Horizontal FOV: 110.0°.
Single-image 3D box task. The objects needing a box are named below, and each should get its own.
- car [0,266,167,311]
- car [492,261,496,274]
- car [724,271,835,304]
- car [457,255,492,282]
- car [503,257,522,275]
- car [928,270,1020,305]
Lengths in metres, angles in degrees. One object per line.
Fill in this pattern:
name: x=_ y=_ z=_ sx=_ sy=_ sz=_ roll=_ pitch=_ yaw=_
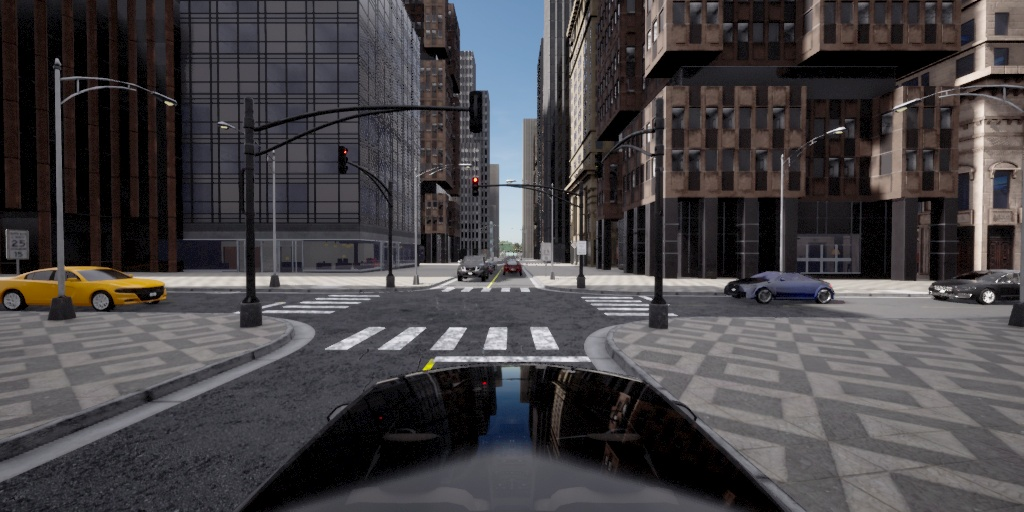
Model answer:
car: x=-15.801 y=1.130 z=13.297 sx=5.008 sy=1.535 sz=1.882 roll=0 pitch=1 yaw=0
car: x=-3.103 y=1.290 z=39.552 sx=1.994 sy=1.385 sz=4.181 roll=0 pitch=0 yaw=0
car: x=12.230 y=1.389 z=16.558 sx=4.181 sy=1.385 sz=1.994 roll=0 pitch=1 yaw=0
car: x=-3.108 y=0.957 z=29.526 sx=2.150 sy=2.045 sz=5.566 roll=0 pitch=0 yaw=0
car: x=0.074 y=1.204 z=39.115 sx=1.882 sy=1.535 sz=5.008 roll=0 pitch=0 yaw=0
car: x=22.312 y=1.405 z=16.578 sx=4.892 sy=1.490 sz=1.837 roll=0 pitch=1 yaw=0
